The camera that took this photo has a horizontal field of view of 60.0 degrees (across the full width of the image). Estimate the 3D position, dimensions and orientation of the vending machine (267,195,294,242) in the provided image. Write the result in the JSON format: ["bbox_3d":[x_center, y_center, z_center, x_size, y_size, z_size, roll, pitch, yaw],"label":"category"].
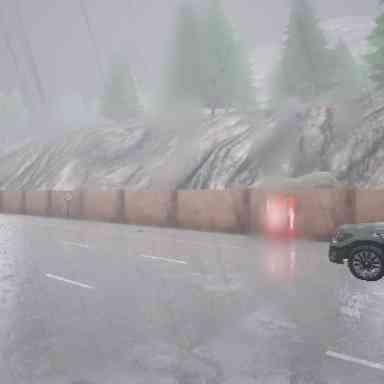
[{"bbox_3d":[4.200,1.195,15.695,0.880,2.100,1.100,0,0,37],"label":"vending machine"}]

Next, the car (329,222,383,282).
[{"bbox_3d":[6.379,1.219,8.115,5.566,2.045,2.150,0,0,36],"label":"car"}]
